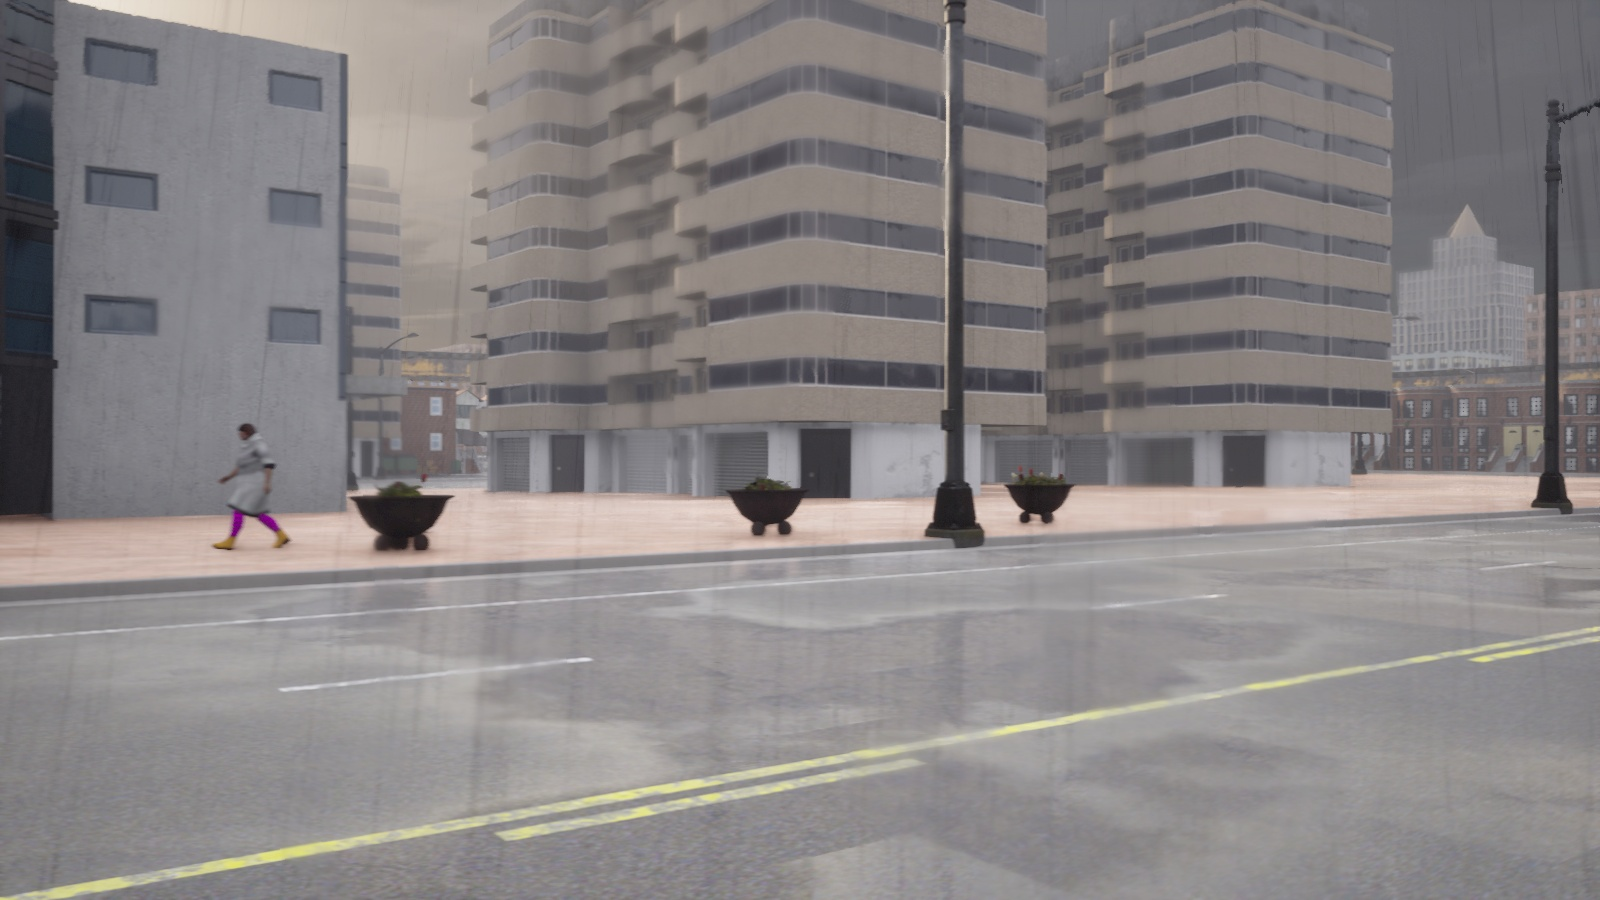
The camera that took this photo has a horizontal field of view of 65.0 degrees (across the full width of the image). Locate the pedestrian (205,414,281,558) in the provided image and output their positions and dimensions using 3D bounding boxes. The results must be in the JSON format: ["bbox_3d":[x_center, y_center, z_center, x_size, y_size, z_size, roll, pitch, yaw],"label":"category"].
[{"bbox_3d":[-7.787,0.490,17.545,0.873,1.952,0.659,0,0,-34],"label":"pedestrian"}]
